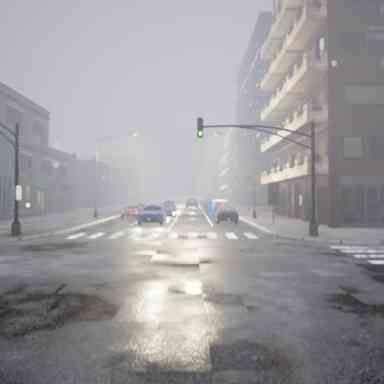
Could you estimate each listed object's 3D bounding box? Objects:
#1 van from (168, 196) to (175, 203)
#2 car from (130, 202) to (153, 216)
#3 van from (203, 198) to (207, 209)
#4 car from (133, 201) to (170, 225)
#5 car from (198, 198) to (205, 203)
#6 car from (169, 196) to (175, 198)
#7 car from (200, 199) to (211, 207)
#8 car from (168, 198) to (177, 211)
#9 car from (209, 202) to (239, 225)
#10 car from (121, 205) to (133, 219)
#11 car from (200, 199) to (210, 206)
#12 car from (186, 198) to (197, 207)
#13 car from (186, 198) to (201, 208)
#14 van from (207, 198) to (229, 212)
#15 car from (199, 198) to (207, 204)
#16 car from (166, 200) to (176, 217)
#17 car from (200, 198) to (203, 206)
[{"bbox_3d":[-5.688,2.121,93.467,1.690,1.788,3.998,1,0,0],"label":"van"},{"bbox_3d":[-5.684,1.881,37.665,1.887,1.381,4.507,1,0,0],"label":"car"},{"bbox_3d":[2.698,1.726,43.285,1.690,1.788,3.998,1,0,0],"label":"van"},{"bbox_3d":[-3.095,1.717,26.512,1.882,1.535,5.008,0,0,0],"label":"car"},{"bbox_3d":[2.689,2.331,93.509,2.008,1.369,4.403,1,0,0],"label":"car"},{"bbox_3d":[-5.691,2.304,87.885,1.947,1.339,4.313,1,0,0],"label":"car"},{"bbox_3d":[2.692,2.134,65.605,1.947,1.339,4.313,1,0,0],"label":"car"},{"bbox_3d":[-3.086,1.912,46.007,1.837,1.490,4.892,0,0,1],"label":"car"},{"bbox_3d":[2.697,1.791,26.542,2.008,1.369,4.403,1,0,0],"label":"car"},{"bbox_3d":[-5.684,1.870,32.084,1.802,1.307,4.206,1,0,0],"label":"car"},{"bbox_3d":[2.691,2.177,71.186,1.947,1.339,4.313,1,0,0],"label":"car"},{"bbox_3d":[-0.011,2.066,66.448,2.128,1.511,4.902,0,0,0],"label":"car"},{"bbox_3d":[-0.009,1.846,56.413,2.097,1.767,4.553,0,0,0],"label":"car"},{"bbox_3d":[2.699,1.630,32.123,1.690,1.788,3.998,1,0,0],"label":"van"},{"bbox_3d":[2.690,2.241,82.348,1.887,1.381,4.507,1,0,0],"label":"car"},{"bbox_3d":[-3.089,1.884,35.749,1.994,1.385,4.181,0,0,1],"label":"car"},{"bbox_3d":[2.694,2.005,54.614,1.752,1.417,4.829,1,0,0],"label":"car"}]
